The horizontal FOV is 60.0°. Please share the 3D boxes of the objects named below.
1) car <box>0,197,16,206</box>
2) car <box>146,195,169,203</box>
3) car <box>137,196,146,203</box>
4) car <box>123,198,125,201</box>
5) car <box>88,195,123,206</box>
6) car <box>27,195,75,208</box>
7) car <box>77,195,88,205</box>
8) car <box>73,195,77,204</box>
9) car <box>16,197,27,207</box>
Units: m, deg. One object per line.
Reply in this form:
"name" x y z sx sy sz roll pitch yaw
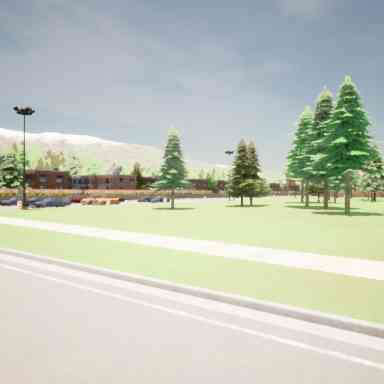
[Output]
"car" -28.311 1.547 53.992 2.033 1.411 5.357 0 0 35
"car" -6.416 1.526 66.883 1.812 1.442 4.674 0 0 35
"car" -9.228 1.504 68.922 1.837 1.490 4.892 0 0 35
"car" -16.641 1.594 70.534 1.895 1.301 4.718 0 0 35
"car" -14.353 1.352 55.633 2.097 1.767 4.553 0 0 35
"car" -20.031 1.547 47.519 2.033 1.411 5.357 0 0 35
"car" -17.065 1.352 57.855 2.097 1.767 4.553 0 0 35
"car" -22.507 1.352 62.223 2.097 1.767 4.553 0 0 35
"car" -22.906 1.478 49.513 1.882 1.535 5.008 0 0 35
